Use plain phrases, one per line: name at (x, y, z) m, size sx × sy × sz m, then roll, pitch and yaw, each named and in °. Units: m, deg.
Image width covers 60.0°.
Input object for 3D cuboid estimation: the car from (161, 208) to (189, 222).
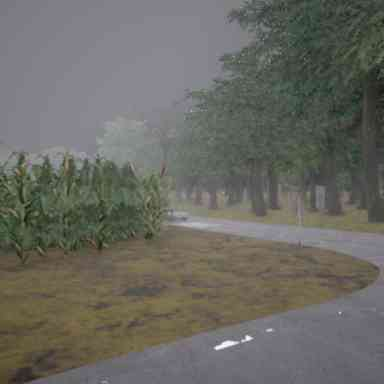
car at (-2.153, 2.251, 33.498) m, size 1.895 × 1.301 × 4.718 m, roll -1°, pitch 0°, yaw -29°
